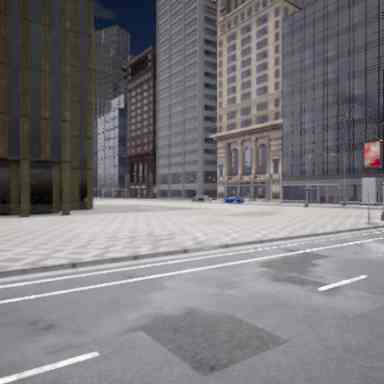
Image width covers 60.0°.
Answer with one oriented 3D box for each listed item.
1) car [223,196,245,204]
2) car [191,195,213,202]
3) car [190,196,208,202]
[{"bbox_3d":[8.223,1.576,65.971,1.882,1.535,5.008,0,0,-35],"label":"car"},{"bbox_3d":[2.398,1.271,69.000,2.128,1.511,4.902,0,0,-35],"label":"car"},{"bbox_3d":[1.472,1.520,75.493,1.994,1.385,4.181,0,0,-35],"label":"car"}]
